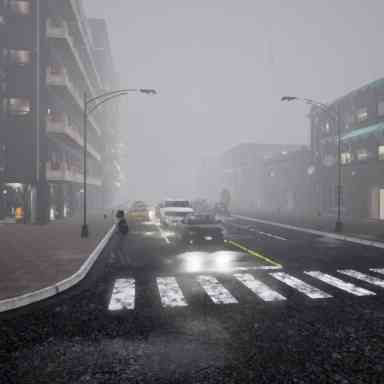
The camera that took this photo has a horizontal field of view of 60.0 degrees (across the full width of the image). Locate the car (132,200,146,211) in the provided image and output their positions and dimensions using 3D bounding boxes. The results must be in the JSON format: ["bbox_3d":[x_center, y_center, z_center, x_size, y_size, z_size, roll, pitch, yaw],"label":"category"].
[{"bbox_3d":[-8.250,2.060,51.760,1.967,1.590,4.097,-1,-1,-9],"label":"car"}]

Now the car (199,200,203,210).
[{"bbox_3d":[1.884,2.085,41.899,1.802,1.307,4.206,-1,-1,-9],"label":"car"}]

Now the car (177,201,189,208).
[{"bbox_3d":[-1.826,2.360,64.302,1.802,1.307,4.206,-1,-1,-9],"label":"car"}]

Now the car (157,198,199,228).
[{"bbox_3d":[-1.187,1.518,25.072,2.150,2.045,5.566,0,-1,-9],"label":"car"}]

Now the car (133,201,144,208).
[{"bbox_3d":[-10.098,2.324,62.961,1.947,1.339,4.313,-1,-1,-9],"label":"car"}]

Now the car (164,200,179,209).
[{"bbox_3d":[-3.709,2.213,59.852,2.128,1.511,4.902,0,-1,-9],"label":"car"}]

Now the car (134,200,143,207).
[{"bbox_3d":[-11.026,2.372,68.562,1.887,1.381,4.507,-1,-1,-9],"label":"car"}]

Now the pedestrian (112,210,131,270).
[{"bbox_3d":[-2.151,1.410,10.137,0.375,1.860,0.375,-1,0,-9],"label":"pedestrian"}]

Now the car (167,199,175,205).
[{"bbox_3d":[-5.564,2.583,86.873,1.752,1.417,4.829,-1,-1,-9],"label":"car"}]

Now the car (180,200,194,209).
[{"bbox_3d":[-0.927,2.236,58.870,1.752,1.417,4.829,-1,-1,-9],"label":"car"}]

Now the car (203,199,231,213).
[{"bbox_3d":[2.831,1.875,36.305,1.967,1.590,4.097,-1,-1,-9],"label":"car"}]

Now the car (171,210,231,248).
[{"bbox_3d":[0.368,1.748,15.676,1.994,1.385,4.181,0,-1,-9],"label":"car"}]

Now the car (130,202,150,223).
[{"bbox_3d":[-4.579,1.870,29.177,1.752,1.417,4.829,-1,-1,-9],"label":"car"}]

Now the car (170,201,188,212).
[{"bbox_3d":[-2.022,2.089,49.695,2.128,1.511,4.902,0,-1,-9],"label":"car"}]

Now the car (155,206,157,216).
[{"bbox_3d":[-2.878,1.899,35.373,1.882,1.535,5.008,0,-1,-9],"label":"car"}]
